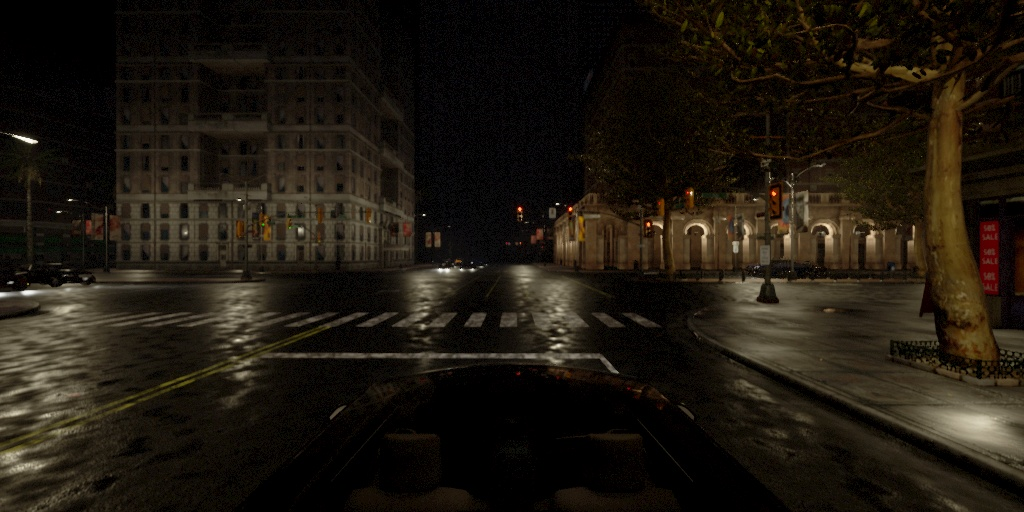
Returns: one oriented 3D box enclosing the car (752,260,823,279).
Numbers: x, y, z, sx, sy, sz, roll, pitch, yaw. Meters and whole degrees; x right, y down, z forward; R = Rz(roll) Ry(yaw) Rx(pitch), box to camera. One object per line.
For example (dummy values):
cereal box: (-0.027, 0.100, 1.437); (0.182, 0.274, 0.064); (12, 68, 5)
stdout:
car: (23.837, 1.297, 31.148); (4.181, 1.385, 1.994); (0, 0, 0)

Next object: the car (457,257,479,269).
car: (-6.916, 1.072, 56.804); (2.097, 1.767, 4.553); (0, 0, 1)

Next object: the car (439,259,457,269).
car: (-10.412, 1.211, 57.248); (2.128, 1.511, 4.902); (0, 0, 1)

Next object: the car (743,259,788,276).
car: (24.981, 1.083, 34.639); (4.553, 1.767, 2.097); (0, 0, 0)

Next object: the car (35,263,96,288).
car: (-30.233, 1.230, 23.421); (4.902, 1.511, 2.128); (0, 0, 1)

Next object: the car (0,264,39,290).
car: (-29.793, 1.304, 19.910); (4.181, 1.385, 1.994); (0, 0, 1)
